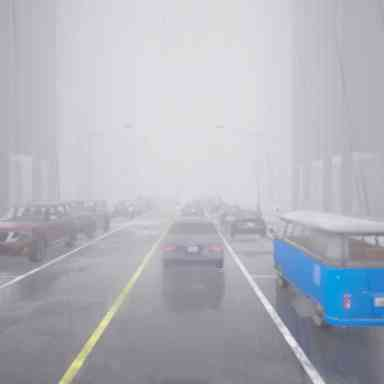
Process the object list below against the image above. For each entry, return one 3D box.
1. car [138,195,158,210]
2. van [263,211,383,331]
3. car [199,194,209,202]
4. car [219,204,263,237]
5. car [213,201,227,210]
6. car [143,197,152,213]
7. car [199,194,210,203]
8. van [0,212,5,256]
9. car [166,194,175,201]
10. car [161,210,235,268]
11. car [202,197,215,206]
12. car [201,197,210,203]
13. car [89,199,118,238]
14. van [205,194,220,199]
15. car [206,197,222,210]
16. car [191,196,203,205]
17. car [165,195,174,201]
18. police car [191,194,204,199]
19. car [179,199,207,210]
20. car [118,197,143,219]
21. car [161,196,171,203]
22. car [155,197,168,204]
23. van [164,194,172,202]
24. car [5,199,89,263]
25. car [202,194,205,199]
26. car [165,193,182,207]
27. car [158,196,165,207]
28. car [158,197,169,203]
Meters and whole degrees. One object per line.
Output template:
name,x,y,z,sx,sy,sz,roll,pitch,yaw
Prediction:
car,-5.766,1.334,40.270,2.192,1.841,5.009,0,0,0
van,2.763,1.343,6.632,1.690,1.788,3.998,0,0,0
car,2.753,1.377,79.550,2.192,1.841,5.009,0,0,0
car,2.761,1.571,17.849,1.947,1.339,4.313,0,0,0
car,2.761,1.574,23.459,1.947,1.339,4.313,0,0,0
car,-5.766,1.566,34.661,2.008,1.369,4.403,0,0,0
car,2.754,1.370,73.941,2.192,1.841,5.009,0,0,0
van,-5.762,1.342,6.613,1.690,1.788,3.998,0,0,0
car,-5.774,1.393,90.756,2.192,1.841,5.009,0,0,0
car,0.043,1.550,11.205,2.033,1.411,5.357,0,0,0
car,2.756,1.600,57.113,1.947,1.339,4.313,0,0,0
car,2.754,1.629,68.331,1.802,1.307,4.206,0,0,0
car,-5.763,1.320,17.832,2.192,1.841,5.009,0,0,0
van,2.759,1.360,40.286,1.690,1.788,3.998,0,0,0
car,2.759,1.560,34.677,1.887,1.381,4.507,0,0,0
car,0.844,1.516,59.613,1.882,1.535,5.008,0,0,-1
car,-5.773,1.510,85.146,1.967,1.590,4.097,0,0,0
police car,0.893,1.452,49.730,1.930,1.638,5.238,0,0,0
car,0.070,1.576,30.560,1.994,1.385,4.181,0,0,0
car,-5.765,1.451,29.052,1.967,1.590,4.097,0,0,0
car,-5.772,1.579,73.757,1.752,1.417,4.829,0,0,0
car,-5.770,1.591,62.708,2.008,1.369,4.403,0,0,0
van,-5.772,1.403,79.537,1.690,1.788,3.998,0,0,0
car,-5.762,1.318,12.223,2.192,1.841,5.009,0,0,0
car,2.758,1.463,45.895,1.967,1.590,4.097,0,0,0
car,-3.082,1.382,52.955,2.097,1.767,4.553,0,0,0
car,-5.768,1.594,51.489,1.947,1.339,4.313,0,0,0
car,-5.771,1.629,68.318,1.802,1.307,4.206,0,0,0
